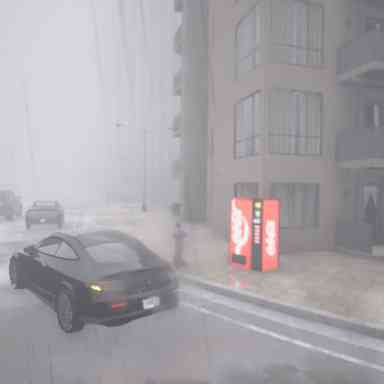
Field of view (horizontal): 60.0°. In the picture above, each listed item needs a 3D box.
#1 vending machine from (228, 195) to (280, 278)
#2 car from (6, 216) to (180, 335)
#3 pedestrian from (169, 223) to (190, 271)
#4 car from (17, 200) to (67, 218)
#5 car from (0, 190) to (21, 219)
[{"bbox_3d":[1.709,1.148,9.161,1.100,2.100,0.880,0,1,-42],"label":"vending machine"},{"bbox_3d":[-2.146,1.451,6.660,1.812,1.442,4.674,0,1,-42],"label":"car"},{"bbox_3d":[-0.304,1.355,8.468,0.375,1.300,0.375,0,1,-40],"label":"pedestrian"},{"bbox_3d":[-8.510,1.241,19.511,2.128,1.511,4.902,1,0,-19],"label":"car"},{"bbox_3d":[-13.481,0.881,23.310,2.150,2.045,5.566,1,0,-18],"label":"car"}]
